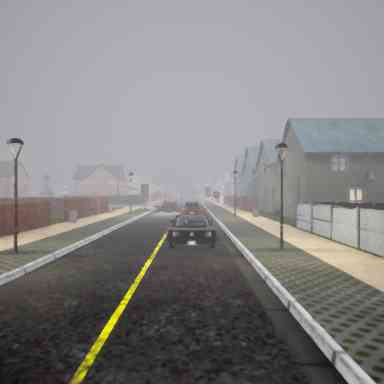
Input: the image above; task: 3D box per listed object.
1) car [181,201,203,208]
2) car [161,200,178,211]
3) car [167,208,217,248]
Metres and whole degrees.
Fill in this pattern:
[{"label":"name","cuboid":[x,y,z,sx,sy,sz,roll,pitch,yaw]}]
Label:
[{"label":"car","cuboid":[0.000,1.537,29.650,1.812,1.442,4.674,0,0,0]},{"label":"car","cuboid":[-2.750,1.662,41.621,1.895,1.301,4.718,0,0,0]},{"label":"car","cuboid":[0.000,1.617,14.680,1.895,1.301,4.718,0,0,0]}]
